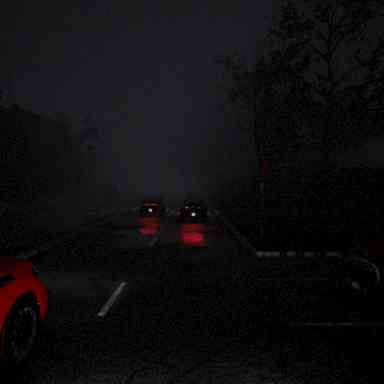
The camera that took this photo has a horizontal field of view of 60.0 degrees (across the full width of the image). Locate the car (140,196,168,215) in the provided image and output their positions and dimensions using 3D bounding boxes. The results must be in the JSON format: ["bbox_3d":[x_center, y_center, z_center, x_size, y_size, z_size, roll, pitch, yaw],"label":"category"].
[{"bbox_3d":[-3.154,1.077,27.710,1.837,1.490,4.892,0,1,0],"label":"car"}]

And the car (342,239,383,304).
[{"bbox_3d":[5.567,1.305,6.766,4.553,1.767,2.185,0,1,0],"label":"car"}]

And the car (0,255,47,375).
[{"bbox_3d":[-3.150,1.207,2.401,2.150,2.045,5.566,0,0,0],"label":"car"}]

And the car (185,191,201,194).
[{"bbox_3d":[0.094,0.600,41.948,1.882,1.535,5.008,0,2,0],"label":"car"}]

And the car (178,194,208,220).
[{"bbox_3d":[0.097,1.166,24.117,1.837,1.490,4.892,0,1,0],"label":"car"}]
